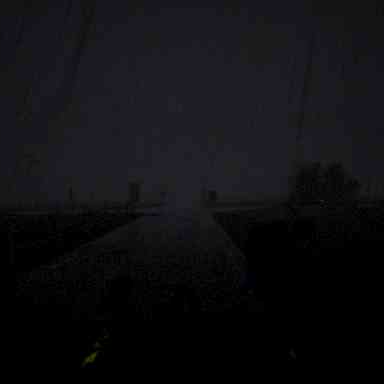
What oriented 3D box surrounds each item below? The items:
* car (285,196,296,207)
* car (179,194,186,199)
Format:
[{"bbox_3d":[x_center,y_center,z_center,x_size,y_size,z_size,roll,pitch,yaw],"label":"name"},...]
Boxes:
[{"bbox_3d":[13.916,1.050,41.517,4.553,1.767,2.097,-1,1,1],"label":"car"},{"bbox_3d":[-2.750,1.240,93.621,2.033,1.411,5.357,0,0,0],"label":"car"}]
